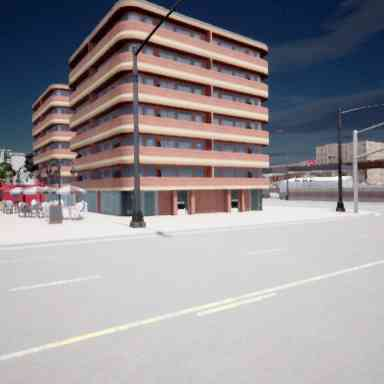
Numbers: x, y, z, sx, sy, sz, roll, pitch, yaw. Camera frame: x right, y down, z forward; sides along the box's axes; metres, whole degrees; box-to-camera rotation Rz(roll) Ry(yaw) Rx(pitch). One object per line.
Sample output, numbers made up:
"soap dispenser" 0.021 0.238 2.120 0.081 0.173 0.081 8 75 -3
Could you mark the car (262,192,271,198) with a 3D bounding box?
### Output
"car" 18.469 0.783 85.983 3.806 1.475 1.970 -1 1 -35
